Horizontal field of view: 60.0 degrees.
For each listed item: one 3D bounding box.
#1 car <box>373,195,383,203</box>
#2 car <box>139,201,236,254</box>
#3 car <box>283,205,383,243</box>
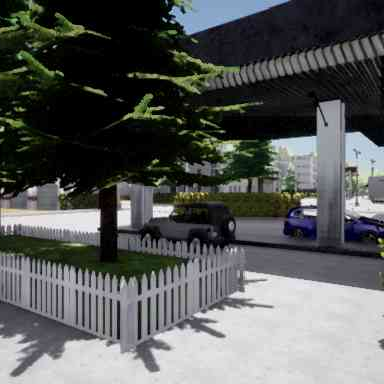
[{"bbox_3d":[33.770,1.296,59.720,2.007,1.523,4.514,0,0,35],"label":"car"},{"bbox_3d":[-0.160,1.310,13.231,3.866,1.878,1.905,0,0,35],"label":"car"},{"bbox_3d":[6.637,1.477,15.393,4.611,1.667,2.242,0,0,35],"label":"car"}]
